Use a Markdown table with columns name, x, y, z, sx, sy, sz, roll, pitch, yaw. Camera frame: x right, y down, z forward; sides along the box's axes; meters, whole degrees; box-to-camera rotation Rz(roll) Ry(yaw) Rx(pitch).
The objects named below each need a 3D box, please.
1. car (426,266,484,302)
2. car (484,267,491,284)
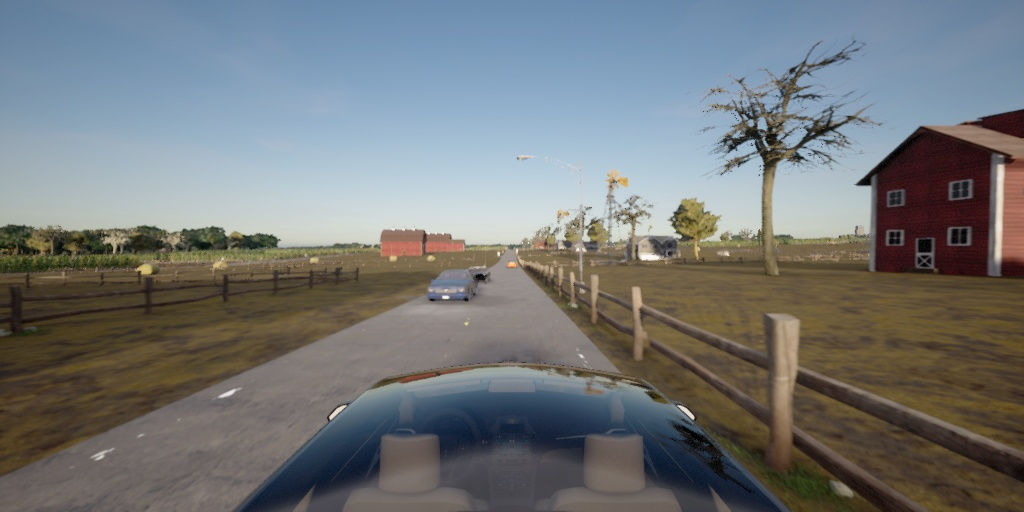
| name | x | y | z | sx | sy | sz | roll | pitch | yaw |
| --- | --- | --- | --- | --- | --- | --- | --- | --- | --- |
| car | -2.776 | 1.383 | 17.775 | 2.033 | 1.411 | 5.357 | 0 | 0 | 0 |
| car | -2.784 | 1.530 | 29.303 | 1.895 | 1.301 | 4.718 | 0 | 0 | 1 |
